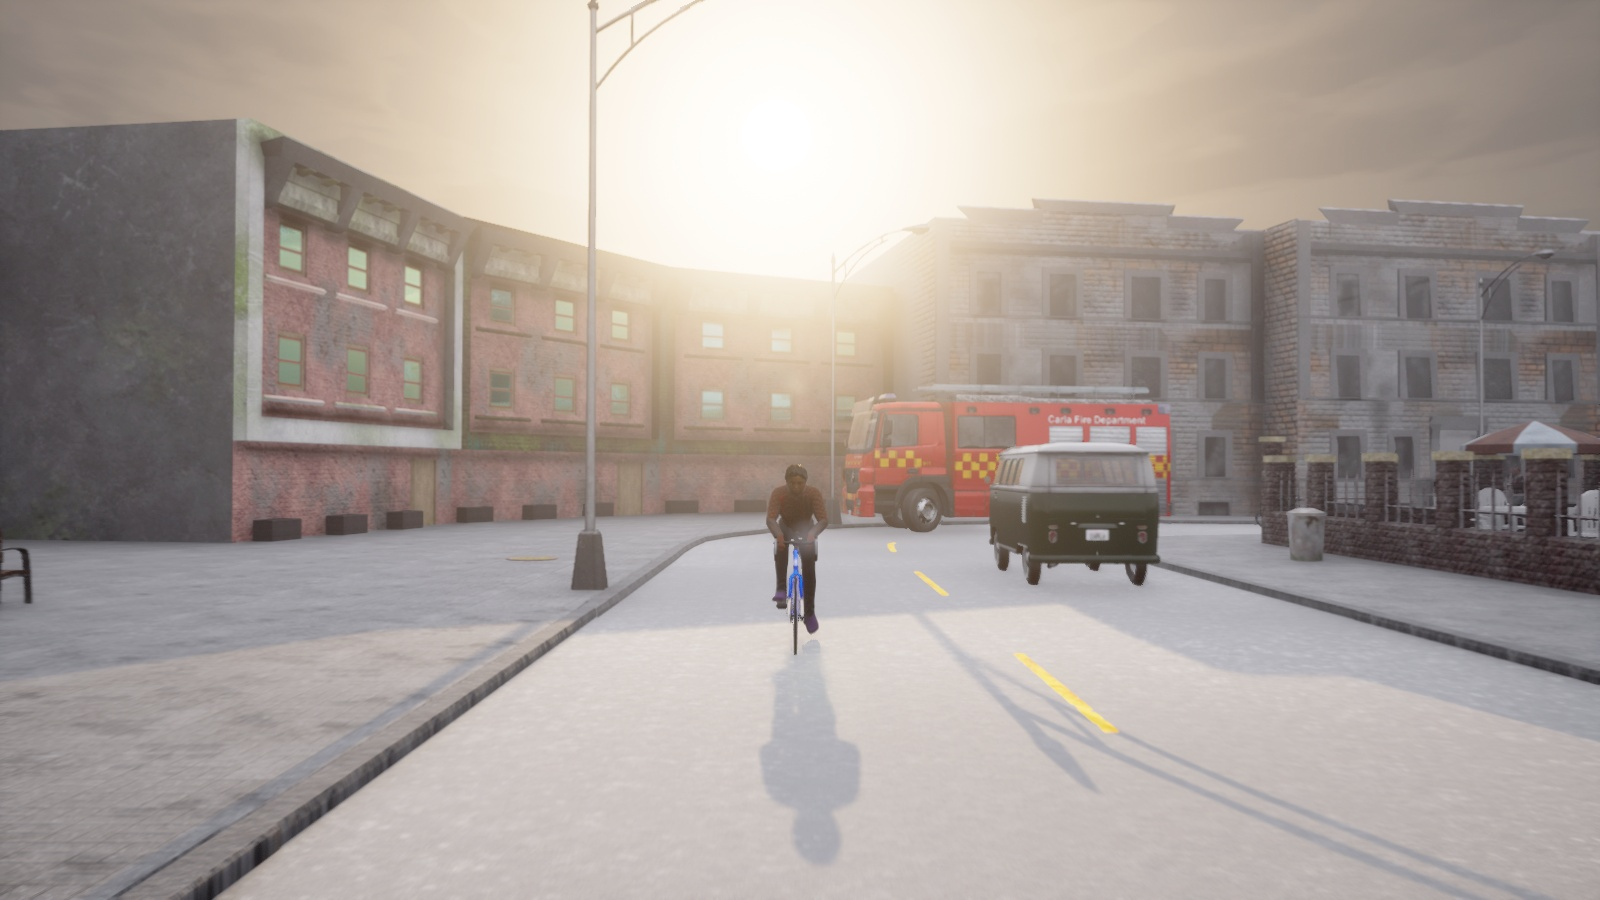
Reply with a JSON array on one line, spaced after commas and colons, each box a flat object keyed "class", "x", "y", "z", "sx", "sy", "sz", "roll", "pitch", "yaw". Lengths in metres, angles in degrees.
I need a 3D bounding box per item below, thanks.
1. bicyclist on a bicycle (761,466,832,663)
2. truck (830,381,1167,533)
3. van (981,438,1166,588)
[{"class": "bicyclist on a bicycle", "x": -0.029, "y": 0.956, "z": 11.222, "sx": 0.582, "sy": 1.620, "sz": 1.656, "roll": 0, "pitch": 0, "yaw": 0}, {"class": "truck", "x": 5.242, "y": 0.192, "z": 33.807, "sx": 8.468, "sy": 3.827, "sz": 2.891, "roll": 0, "pitch": -1, "yaw": -9}, {"class": "van", "x": 3.947, "y": 0.869, "z": 18.878, "sx": 1.775, "sy": 1.987, "sz": 4.442, "roll": 0, "pitch": -1, "yaw": 0}]
